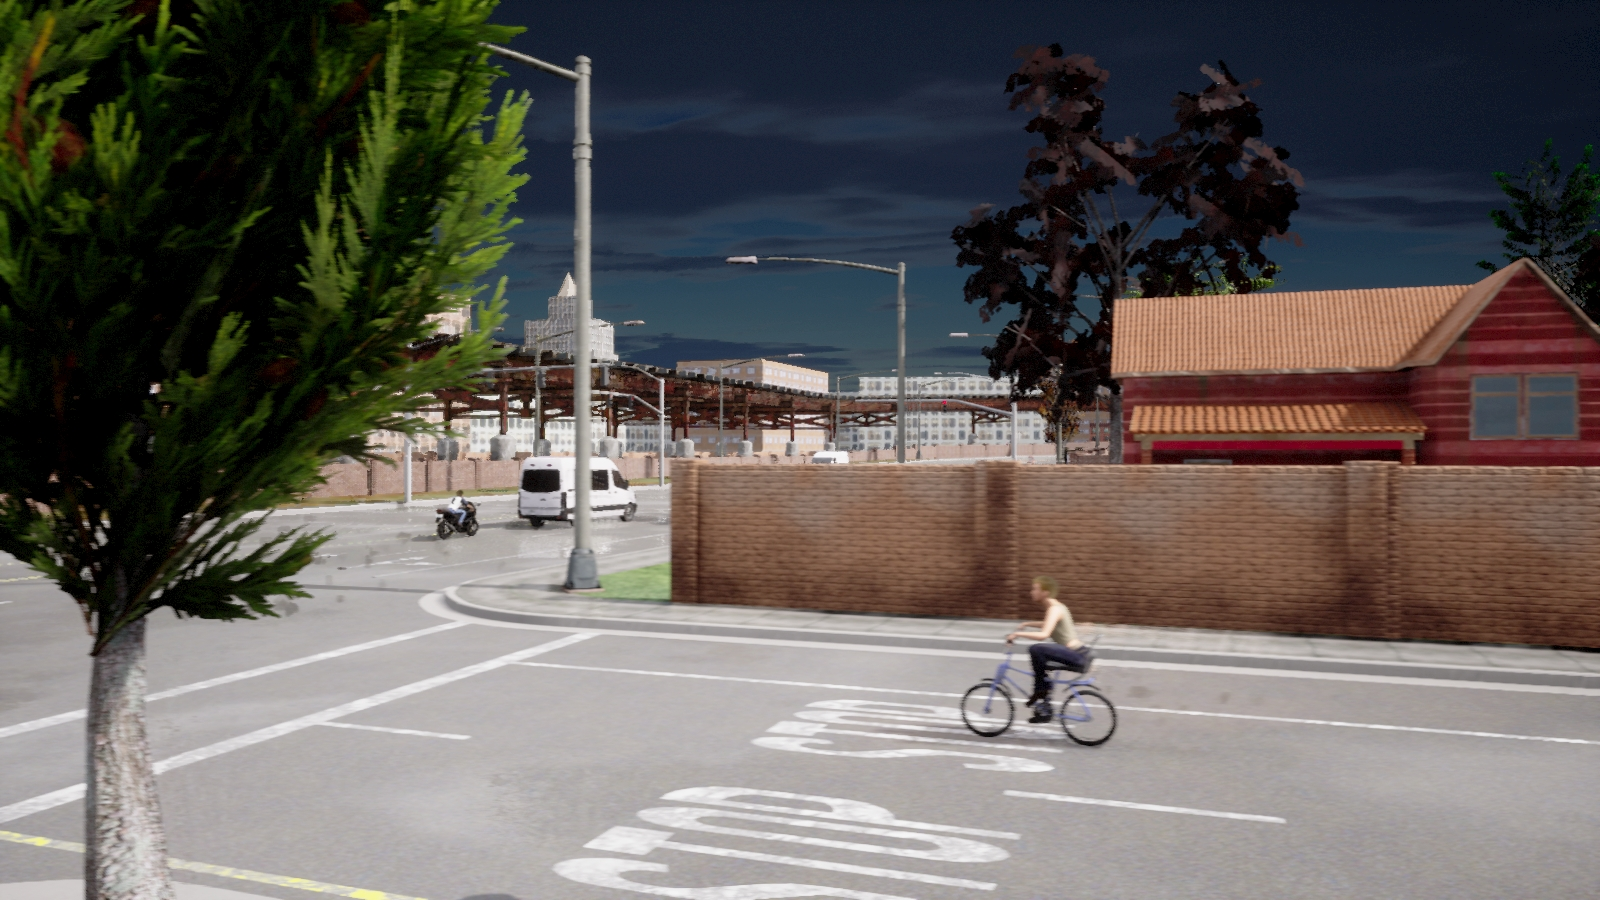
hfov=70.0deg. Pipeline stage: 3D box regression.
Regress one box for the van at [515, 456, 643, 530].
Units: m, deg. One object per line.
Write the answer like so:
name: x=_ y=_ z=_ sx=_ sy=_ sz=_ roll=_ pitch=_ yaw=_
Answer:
van: x=-8.195 y=1.535 z=43.080 sx=1.988 sy=2.561 sz=5.915 roll=0 pitch=0 yaw=20

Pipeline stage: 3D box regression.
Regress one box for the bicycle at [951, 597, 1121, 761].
bicycle: x=2.273 y=2.145 z=10.943 sx=1.487 sy=1.301 sz=0.859 roll=0 pitch=0 yaw=20

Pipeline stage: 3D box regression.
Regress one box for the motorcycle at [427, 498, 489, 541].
motorcycle: x=-10.773 y=2.174 z=36.084 sx=0.803 sy=1.224 sz=2.033 roll=0 pitch=0 yaw=20
